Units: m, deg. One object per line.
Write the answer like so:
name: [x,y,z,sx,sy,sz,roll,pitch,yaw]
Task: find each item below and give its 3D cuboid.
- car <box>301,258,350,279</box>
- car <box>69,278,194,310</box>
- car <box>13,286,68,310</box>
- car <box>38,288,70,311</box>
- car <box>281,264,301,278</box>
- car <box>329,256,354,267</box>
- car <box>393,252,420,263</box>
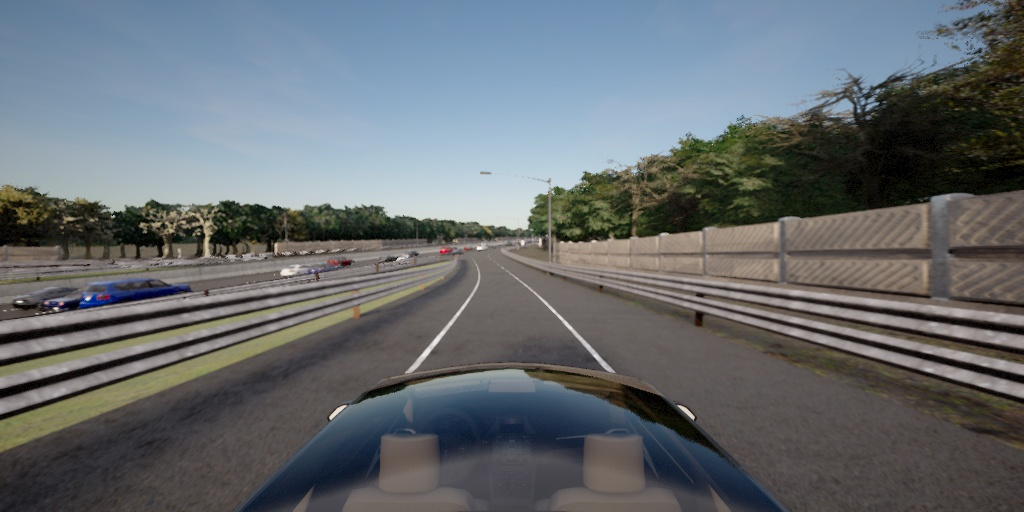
car: [-21.648,1.580,41.821,2.097,1.767,4.553,0,4,11]
car: [-24.966,2.511,24.173,2.150,2.045,5.566,0,4,11]
car: [-31.851,2.833,25.450,1.994,1.385,4.181,0,4,11]
car: [-28.405,2.891,24.835,1.895,1.301,4.718,0,4,11]
car: [-25.079,1.731,42.519,1.812,1.442,4.674,0,3,11]
car: [-26.312,0.806,54.889,2.097,1.767,4.553,0,4,11]
car: [-17.950,0.545,61.490,1.812,1.442,4.674,0,3,11]
